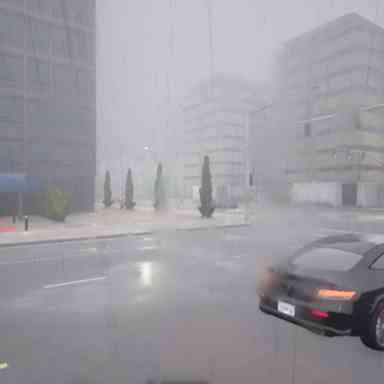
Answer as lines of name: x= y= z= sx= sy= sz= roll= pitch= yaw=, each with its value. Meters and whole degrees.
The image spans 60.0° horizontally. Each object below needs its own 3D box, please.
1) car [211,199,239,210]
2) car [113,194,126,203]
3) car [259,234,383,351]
car: x=3.856 y=1.512 z=41.465 sx=1.994 sy=1.385 sz=4.181 roll=0 pitch=0 yaw=-35
car: x=-14.459 y=1.300 z=67.799 sx=2.097 sy=1.767 sz=4.553 roll=0 pitch=0 yaw=-35
car: x=3.246 y=1.514 z=6.135 sx=4.674 sy=1.442 sz=1.812 roll=0 pitch=0 yaw=-35
